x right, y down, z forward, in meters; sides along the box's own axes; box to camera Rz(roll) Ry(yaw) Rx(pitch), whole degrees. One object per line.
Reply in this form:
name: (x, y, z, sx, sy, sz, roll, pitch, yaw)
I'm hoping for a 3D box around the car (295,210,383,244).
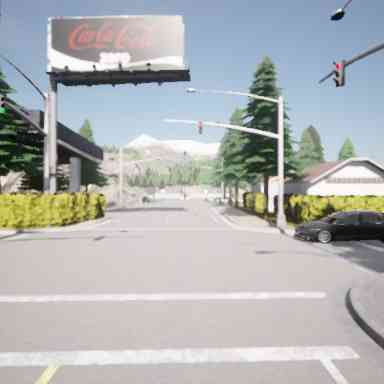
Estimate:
car: (7.309, 1.628, 15.527, 4.892, 1.490, 1.837, -2, 0, 0)
